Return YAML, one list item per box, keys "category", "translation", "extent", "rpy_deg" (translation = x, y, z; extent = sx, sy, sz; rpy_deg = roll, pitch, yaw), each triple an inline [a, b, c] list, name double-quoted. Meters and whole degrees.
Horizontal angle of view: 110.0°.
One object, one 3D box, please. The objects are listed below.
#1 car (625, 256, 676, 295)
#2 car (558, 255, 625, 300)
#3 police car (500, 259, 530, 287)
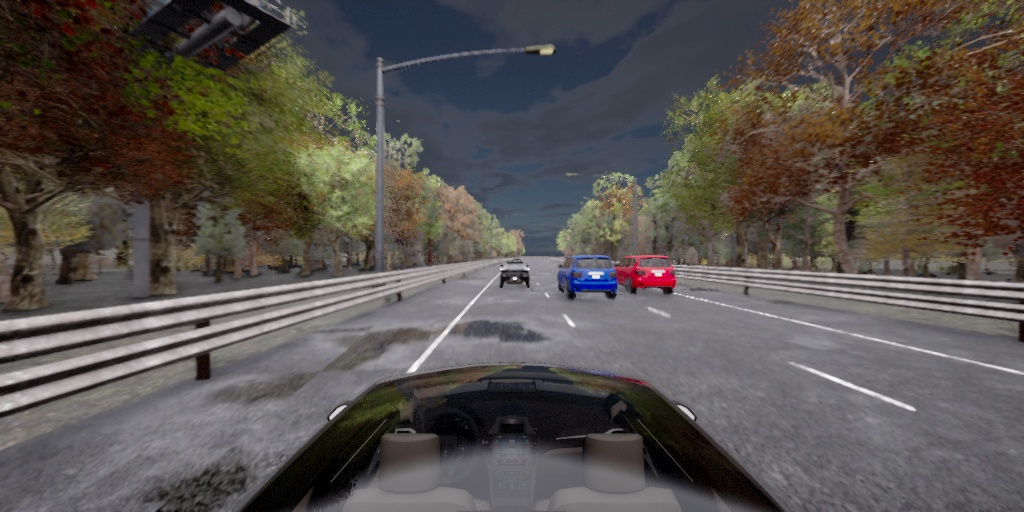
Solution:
- category: "car"
  translation: [7.143, 0.997, 20.114]
  extent: [2.150, 2.045, 5.566]
  rpy_deg: [0, 0, 1]
- category: "car"
  translation: [3.628, 0.991, 18.036]
  extent: [2.150, 2.045, 5.566]
  rpy_deg: [0, 0, 1]
- category: "police car"
  translation: [0.202, 1.196, 24.896]
  extent: [1.930, 1.638, 5.238]
  rpy_deg: [0, 0, 1]
